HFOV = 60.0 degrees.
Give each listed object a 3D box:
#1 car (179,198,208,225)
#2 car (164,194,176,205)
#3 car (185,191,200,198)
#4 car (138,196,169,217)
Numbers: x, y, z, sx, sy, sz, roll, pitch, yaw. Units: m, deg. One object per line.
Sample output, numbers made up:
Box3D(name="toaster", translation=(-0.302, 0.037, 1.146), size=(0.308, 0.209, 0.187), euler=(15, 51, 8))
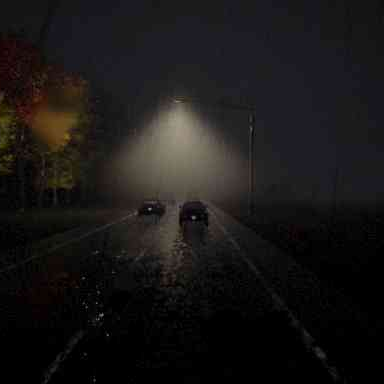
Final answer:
Box3D(name="car", translation=(0.098, 1.345, 22.448), size=(1.812, 1.442, 4.674), euler=(0, 1, 0))
Box3D(name="car", translation=(-3.401, 1.110, 48.314), size=(1.837, 1.490, 4.892), euler=(0, 1, 0))
Box3D(name="car", translation=(0.100, 0.773, 54.655), size=(2.150, 2.045, 5.566), euler=(0, 1, 0))
Box3D(name="car", translation=(-3.400, 1.332, 28.780), size=(1.994, 1.385, 4.181), euler=(0, 1, 0))
